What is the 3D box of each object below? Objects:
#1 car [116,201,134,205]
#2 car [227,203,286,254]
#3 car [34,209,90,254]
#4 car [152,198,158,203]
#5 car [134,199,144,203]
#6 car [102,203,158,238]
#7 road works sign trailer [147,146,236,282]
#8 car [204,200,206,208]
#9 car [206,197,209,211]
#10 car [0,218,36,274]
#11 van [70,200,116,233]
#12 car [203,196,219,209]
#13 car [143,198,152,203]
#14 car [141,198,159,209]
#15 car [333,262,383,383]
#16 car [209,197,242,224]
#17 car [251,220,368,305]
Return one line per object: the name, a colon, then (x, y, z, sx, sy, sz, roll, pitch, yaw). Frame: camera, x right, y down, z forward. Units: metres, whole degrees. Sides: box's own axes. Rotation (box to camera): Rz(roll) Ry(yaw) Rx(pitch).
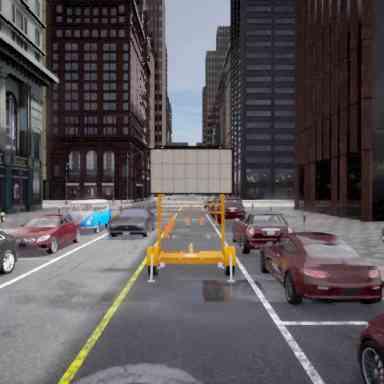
car: (-5.811, 1.528, 24.535, 1.752, 1.417, 4.829, 0, 0, 0)
car: (2.734, 1.439, 13.453, 1.967, 1.590, 4.097, 0, 0, 0)
car: (-5.790, 1.582, 13.432, 1.802, 1.307, 4.206, 0, 0, 0)
car: (-5.842, 1.579, 41.615, 1.947, 1.339, 4.313, 0, 0, 0)
car: (-5.821, 1.588, 30.342, 1.802, 1.307, 4.206, 0, 0, 0)
car: (-3.033, 1.548, 18.021, 2.033, 1.411, 5.357, 0, 0, 0)
road works sign trailer: (-0.018, 0.463, 9.700, 2.380, 3.560, 2.880, 0, 0, 0)
car: (2.693, 1.575, 35.997, 1.947, 1.339, 4.313, 0, 0, 0)
car: (2.702, 1.320, 30.360, 2.192, 1.841, 5.009, 0, 0, 0)
car: (-5.780, 1.550, 7.795, 2.008, 1.369, 4.403, 0, 0, 0)
van: (-5.802, 1.342, 19.069, 1.690, 1.788, 3.998, 0, 0, 0)
car: (2.672, 1.458, 47.269, 1.967, 1.590, 4.097, 0, 0, 0)
car: (-5.832, 1.575, 35.978, 1.947, 1.339, 4.313, 0, 0, 0)
car: (-5.853, 1.569, 47.252, 2.008, 1.369, 4.403, 0, 0, 0)
car: (2.756, 1.581, 2.180, 1.802, 1.307, 4.206, 0, 0, 0)
car: (2.713, 1.318, 24.724, 2.192, 1.841, 5.009, 0, 0, 0)
car: (2.745, 1.581, 7.817, 1.802, 1.307, 4.206, 0, 0, 0)
